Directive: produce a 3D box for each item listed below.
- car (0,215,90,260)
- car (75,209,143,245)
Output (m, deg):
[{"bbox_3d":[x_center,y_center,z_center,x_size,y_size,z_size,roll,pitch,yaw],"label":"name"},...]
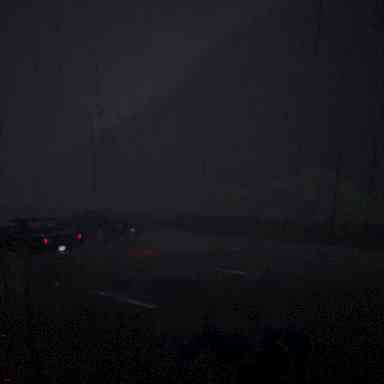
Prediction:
[{"bbox_3d":[-6.274,1.650,12.722,4.718,1.301,1.895,0,0,35],"label":"car"},{"bbox_3d":[-4.571,1.528,15.803,5.008,1.535,1.882,0,0,35],"label":"car"}]
